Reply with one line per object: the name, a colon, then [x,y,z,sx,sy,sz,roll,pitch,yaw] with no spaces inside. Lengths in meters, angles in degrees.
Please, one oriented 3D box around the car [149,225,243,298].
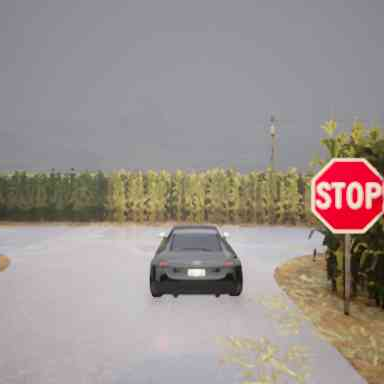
car: [0.066,1.536,8.505,1.994,1.385,4.181,0,0,-1]
